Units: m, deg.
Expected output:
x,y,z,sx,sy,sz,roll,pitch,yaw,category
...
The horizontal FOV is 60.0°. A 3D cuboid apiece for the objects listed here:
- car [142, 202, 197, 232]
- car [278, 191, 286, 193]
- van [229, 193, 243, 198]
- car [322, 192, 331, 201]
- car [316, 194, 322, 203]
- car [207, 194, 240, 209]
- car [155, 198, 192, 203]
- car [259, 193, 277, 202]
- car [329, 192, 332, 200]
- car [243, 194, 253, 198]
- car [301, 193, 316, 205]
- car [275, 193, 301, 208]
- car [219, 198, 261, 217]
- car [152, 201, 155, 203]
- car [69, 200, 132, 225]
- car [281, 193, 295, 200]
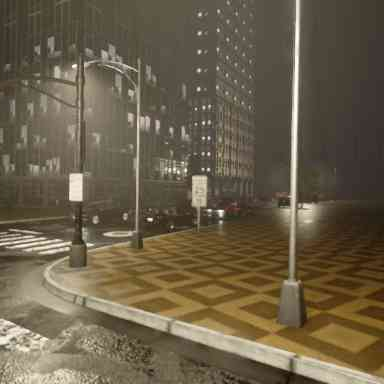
x,y,z,sx,sy,sz,roll,pitch,yaw,category
-1.281,1.554,20.264,1.947,1.339,4.313,2,1,30,car
19.757,0.813,73.225,2.192,1.841,5.009,2,1,30,car
5.570,1.002,48.767,1.690,1.788,3.998,2,1,30,van
27.070,1.245,69.147,1.802,1.307,4.206,2,1,30,car
21.402,1.168,59.368,1.967,1.590,4.097,2,1,30,car
3.809,1.284,40.580,1.812,1.442,4.674,1,1,31,car
-1.281,1.380,31.824,1.994,1.385,4.181,1,1,30,car
14.078,1.108,63.446,1.887,1.381,4.507,2,1,30,car
29.910,0.946,74.031,2.192,1.841,5.009,2,1,30,car
8.406,1.069,53.661,1.967,1.590,4.097,2,1,30,car
18.651,1.285,54.629,1.752,1.417,4.829,2,1,30,car
12.897,1.266,44.704,1.967,1.590,4.097,2,1,30,car
4.389,1.506,30.041,1.802,1.307,4.206,2,1,30,car
-2.945,1.325,34.095,1.947,1.339,4.313,2,1,30,car
-6.266,1.378,23.220,1.837,1.490,4.892,1,1,30,car
22.589,1.017,78.121,2.008,1.369,4.403,2,1,30,car
